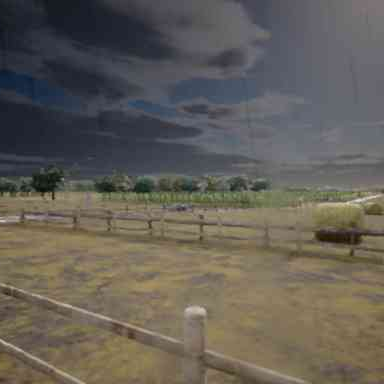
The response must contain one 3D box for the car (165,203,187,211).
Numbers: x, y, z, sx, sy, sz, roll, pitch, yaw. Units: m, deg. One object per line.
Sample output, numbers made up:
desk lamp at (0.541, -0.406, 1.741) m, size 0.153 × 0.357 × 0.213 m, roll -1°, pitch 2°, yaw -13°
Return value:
car at (-2.924, 2.764, 60.390) m, size 2.128 × 1.511 × 4.902 m, roll 1°, pitch -1°, yaw 35°
